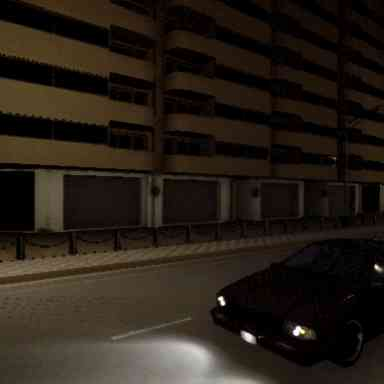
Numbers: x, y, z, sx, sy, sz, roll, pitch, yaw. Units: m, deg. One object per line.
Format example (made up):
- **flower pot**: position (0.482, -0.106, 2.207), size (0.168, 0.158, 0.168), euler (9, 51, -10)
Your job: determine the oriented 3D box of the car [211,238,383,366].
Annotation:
- **car**: position (2.917, 1.601, 6.056), size (5.357, 1.411, 2.033), euler (1, 0, -36)
